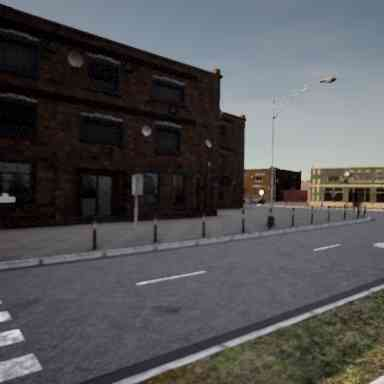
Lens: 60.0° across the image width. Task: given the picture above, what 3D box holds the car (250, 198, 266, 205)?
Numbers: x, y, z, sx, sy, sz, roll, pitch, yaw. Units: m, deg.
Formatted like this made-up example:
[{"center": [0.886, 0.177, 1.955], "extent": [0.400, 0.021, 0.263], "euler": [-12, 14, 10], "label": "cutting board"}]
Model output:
[{"center": [14.708, 2.140, 73.719], "extent": [2.163, 1.488, 4.792], "euler": [1, -1, 42], "label": "car"}]

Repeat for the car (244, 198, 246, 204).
[{"center": [10.742, 1.906, 77.433], "extent": [2.185, 1.767, 4.553], "euler": [1, -1, 42], "label": "car"}]
